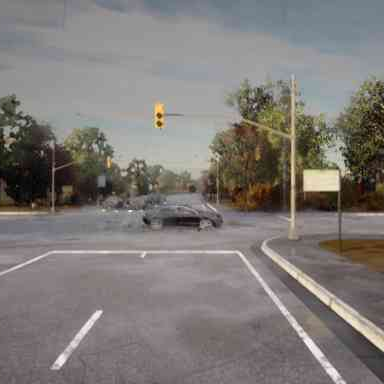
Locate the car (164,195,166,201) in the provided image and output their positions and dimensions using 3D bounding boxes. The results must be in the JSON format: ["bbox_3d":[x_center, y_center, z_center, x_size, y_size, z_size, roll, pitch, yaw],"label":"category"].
[{"bbox_3d":[-6.935,1.477,75.840,1.837,1.490,4.892,0,0,0],"label":"car"}]

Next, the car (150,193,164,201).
[{"bbox_3d":[-7.009,1.265,61.722,2.150,2.045,5.566,0,0,1],"label":"car"}]

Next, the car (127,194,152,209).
[{"bbox_3d":[-7.059,1.382,44.587,2.097,1.767,4.553,0,0,0],"label":"car"}]

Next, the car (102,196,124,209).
[{"bbox_3d":[-10.559,1.381,44.596,2.097,1.767,4.553,0,0,0],"label":"car"}]

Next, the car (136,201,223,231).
[{"bbox_3d":[-0.598,1.510,20.239,4.902,1.511,2.128,0,0,3],"label":"car"}]

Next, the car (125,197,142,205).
[{"bbox_3d":[-10.511,1.587,60.397,2.033,1.411,5.357,0,0,0],"label":"car"}]

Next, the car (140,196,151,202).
[{"bbox_3d":[-10.436,1.535,75.125,1.812,1.442,4.674,0,0,0],"label":"car"}]
